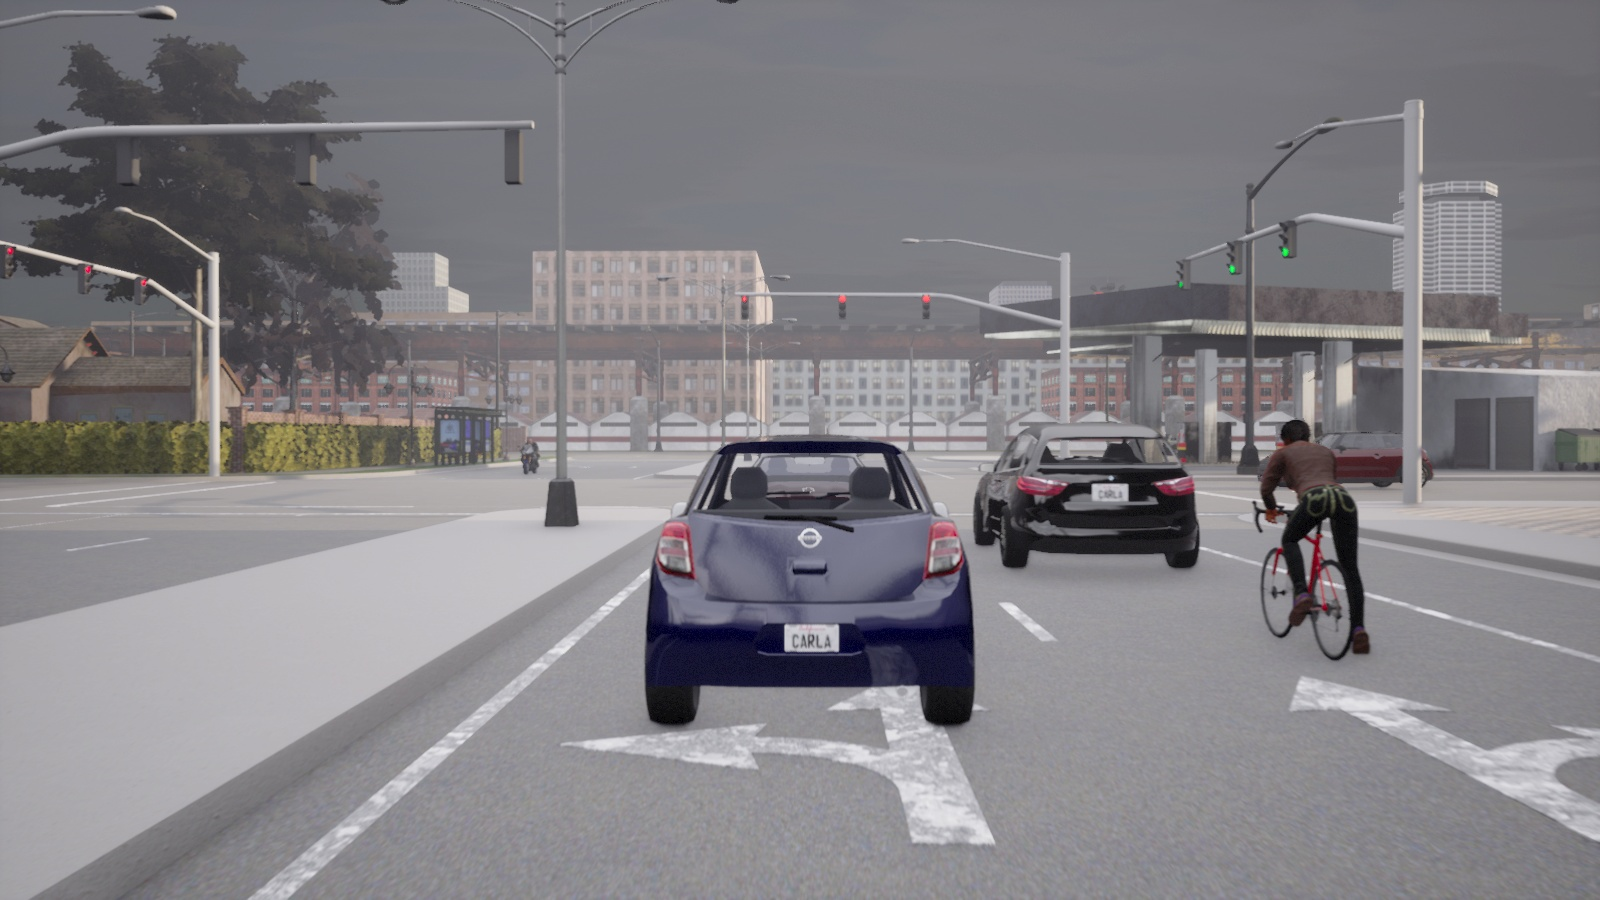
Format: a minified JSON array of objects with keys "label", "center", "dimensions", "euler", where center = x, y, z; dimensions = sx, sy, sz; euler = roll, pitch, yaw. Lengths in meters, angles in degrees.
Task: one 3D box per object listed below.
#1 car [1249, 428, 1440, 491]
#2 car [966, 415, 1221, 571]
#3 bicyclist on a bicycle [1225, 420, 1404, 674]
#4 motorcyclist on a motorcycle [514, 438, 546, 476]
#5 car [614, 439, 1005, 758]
[{"label":"car","center":[15.564,0.262,36.080],"dimensions":[4.553,1.767,2.097],"euler":[0,1,-1]},{"label":"car","center":[3.446,0.438,15.766],"dimensions":[2.242,1.667,4.611],"euler":[0,1,2]},{"label":"bicyclist on a bicycle","center":[3.562,0.615,8.838],"dimensions":[0.582,1.620,1.656],"euler":[0,0,0]},{"label":"motorcyclist on a motorcycle","center":[-11.192,0.261,52.083],"dimensions":[0.866,1.530,2.191],"euler":[0,1,0]},{"label":"car","center":[0.058,0.684,7.743],"dimensions":[1.845,1.501,3.633],"euler":[0,1,0]}]
